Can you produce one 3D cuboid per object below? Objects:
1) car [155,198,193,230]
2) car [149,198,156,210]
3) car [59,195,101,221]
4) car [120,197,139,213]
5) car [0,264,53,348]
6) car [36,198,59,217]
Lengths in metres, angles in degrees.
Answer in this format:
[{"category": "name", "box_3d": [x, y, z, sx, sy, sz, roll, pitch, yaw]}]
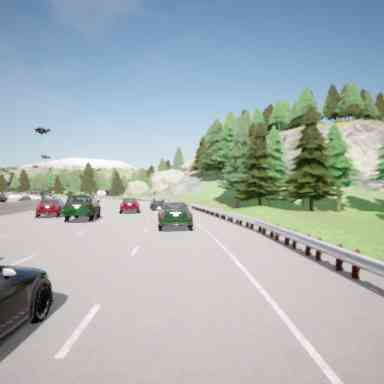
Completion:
[{"category": "car", "box_3d": [-1.151, 1.354, 21.385, 2.097, 1.767, 4.553, 0, 0, -6]}, {"category": "car", "box_3d": [-4.293, 1.499, 41.858, 2.128, 1.511, 4.902, 0, 0, -11]}, {"category": "car", "box_3d": [-8.875, 1.237, 27.222, 2.150, 2.045, 5.566, 0, 0, -8]}, {"category": "car", "box_3d": [-7.021, 1.364, 37.507, 2.097, 1.767, 4.553, 0, 0, -10]}, {"category": "car", "box_3d": [-3.540, 1.570, 4.512, 1.994, 1.385, 4.181, 0, 0, -1]}, {"category": "car", "box_3d": [-13.057, 1.375, 31.351, 2.097, 1.767, 4.553, 0, 0, -9]}]
